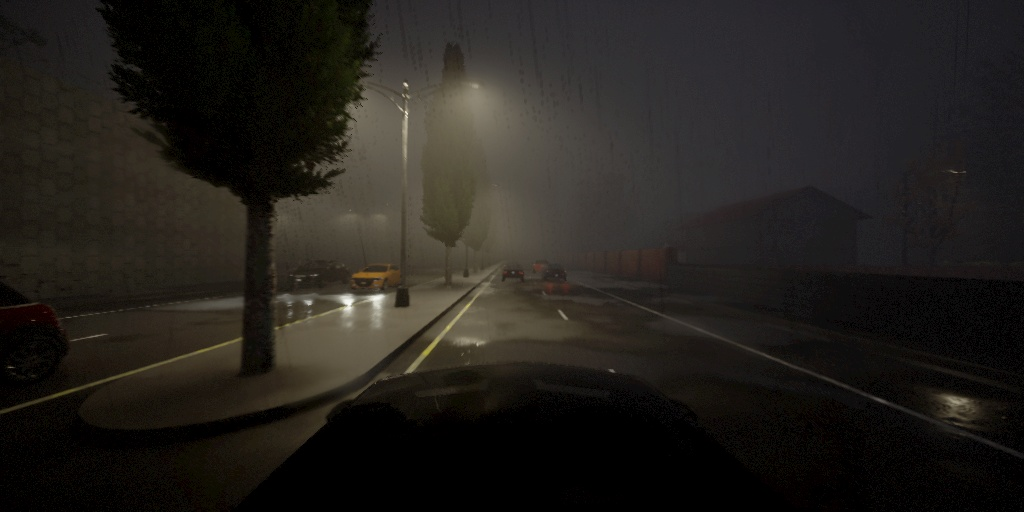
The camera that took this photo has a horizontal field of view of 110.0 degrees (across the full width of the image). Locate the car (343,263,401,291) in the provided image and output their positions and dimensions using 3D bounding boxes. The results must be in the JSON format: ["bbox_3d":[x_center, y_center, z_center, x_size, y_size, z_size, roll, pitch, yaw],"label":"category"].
[{"bbox_3d":[-7.990,1.193,21.792,1.882,1.535,5.008,1,0,0],"label":"car"}]

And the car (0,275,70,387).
[{"bbox_3d":[-8.092,1.004,3.673,2.097,1.767,4.553,1,0,0],"label":"car"}]

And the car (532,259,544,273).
[{"bbox_3d":[3.584,1.206,44.596,2.097,1.767,4.553,1,0,0],"label":"car"}]

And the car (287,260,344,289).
[{"bbox_3d":[-11.489,1.031,21.792,2.128,1.511,4.902,1,0,0],"label":"car"}]

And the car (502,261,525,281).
[{"bbox_3d":[0.099,1.339,30.315,2.033,1.411,5.357,1,0,0],"label":"car"}]

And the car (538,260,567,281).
[{"bbox_3d":[3.596,1.362,31.122,1.812,1.442,4.674,1,0,0],"label":"car"}]
